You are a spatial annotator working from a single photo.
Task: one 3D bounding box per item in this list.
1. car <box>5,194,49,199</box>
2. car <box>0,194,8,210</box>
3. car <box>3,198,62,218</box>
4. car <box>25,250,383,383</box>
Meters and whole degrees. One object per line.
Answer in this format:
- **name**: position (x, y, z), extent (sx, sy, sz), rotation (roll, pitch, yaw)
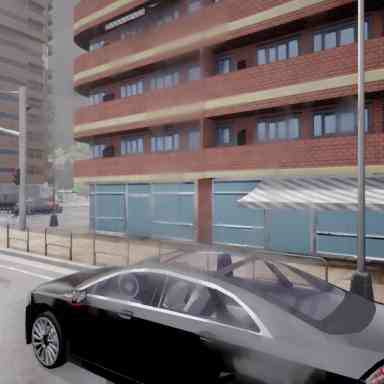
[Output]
- **car**: position (-16.226, 1.352, 34.442), extent (2.097, 1.767, 4.553), rotation (0, 0, 36)
- **car**: position (-20.151, 1.221, 34.999), extent (2.150, 2.045, 5.566), rotation (0, 0, 35)
- **car**: position (-14.354, 1.526, 30.737), extent (1.812, 1.442, 4.674), rotation (0, 0, 36)
- **car**: position (-0.140, 1.491, 4.088), extent (4.902, 1.511, 2.128), rotation (0, 0, 35)
